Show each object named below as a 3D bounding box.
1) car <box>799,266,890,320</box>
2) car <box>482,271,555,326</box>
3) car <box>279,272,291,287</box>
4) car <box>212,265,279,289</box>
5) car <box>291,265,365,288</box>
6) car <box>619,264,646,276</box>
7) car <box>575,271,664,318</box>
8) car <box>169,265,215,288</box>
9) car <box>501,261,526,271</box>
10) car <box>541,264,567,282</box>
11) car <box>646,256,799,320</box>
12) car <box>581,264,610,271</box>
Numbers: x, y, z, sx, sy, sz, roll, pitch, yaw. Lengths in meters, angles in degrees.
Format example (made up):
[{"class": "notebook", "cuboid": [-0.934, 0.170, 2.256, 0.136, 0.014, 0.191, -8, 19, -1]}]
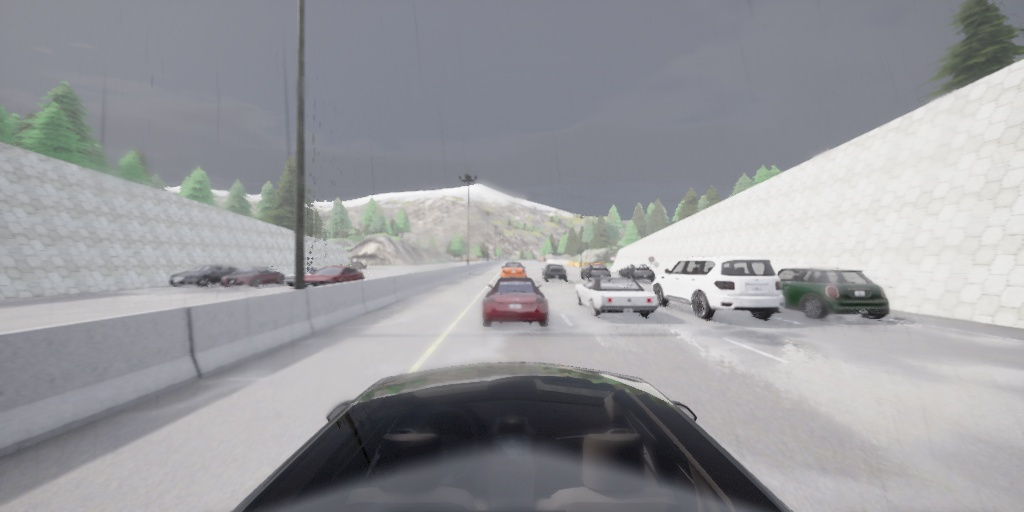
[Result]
[{"class": "car", "cuboid": [10.608, 1.175, 13.055, 2.097, 1.767, 4.553, 0, 0, 0]}, {"class": "car", "cuboid": [0.105, 1.373, 11.906, 1.994, 1.385, 4.181, 0, 0, 0]}, {"class": "car", "cuboid": [-14.028, 1.478, 25.688, 1.895, 1.301, 4.718, 0, 0, 1]}, {"class": "car", "cuboid": [-17.538, 1.432, 24.464, 1.994, 1.385, 4.181, 0, 0, 0]}, {"class": "car", "cuboid": [-10.560, 1.332, 21.392, 1.882, 1.535, 5.008, 0, 0, 0]}, {"class": "car", "cuboid": [10.625, 1.418, 30.988, 2.128, 1.511, 4.902, 0, 0, 0]}, {"class": "car", "cuboid": [3.608, 1.420, 13.314, 1.895, 1.301, 4.718, 0, 0, 0]}, {"class": "car", "cuboid": [-21.034, 1.360, 24.980, 2.128, 1.511, 4.902, 0, 0, 1]}, {"class": "car", "cuboid": [0.125, 1.269, 30.743, 2.097, 1.767, 4.553, 0, 0, 0]}, {"class": "car", "cuboid": [3.626, 1.426, 31.061, 1.837, 1.490, 4.892, 0, 0, 0]}, {"class": "car", "cuboid": [7.108, 1.042, 13.087, 2.150, 2.045, 5.566, 0, 0, 0]}, {"class": "car", "cuboid": [7.124, 1.415, 30.995, 2.128, 1.511, 4.902, 0, 0, 0]}]
